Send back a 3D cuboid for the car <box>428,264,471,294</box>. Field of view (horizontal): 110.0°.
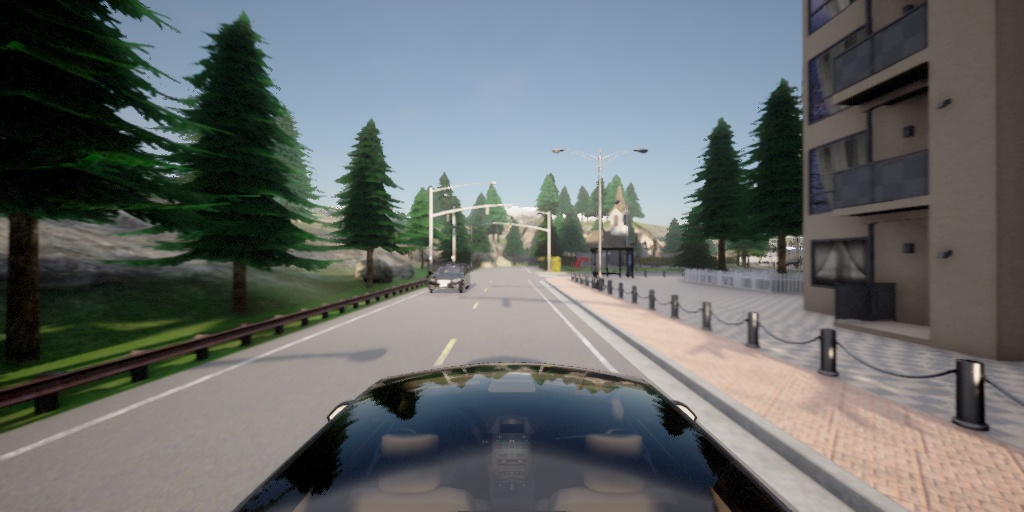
[{"bbox_3d":[-3.492,1.236,20.738,2.128,1.511,4.902,0,0,0],"label":"car"}]
